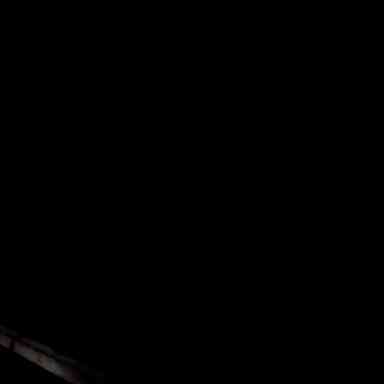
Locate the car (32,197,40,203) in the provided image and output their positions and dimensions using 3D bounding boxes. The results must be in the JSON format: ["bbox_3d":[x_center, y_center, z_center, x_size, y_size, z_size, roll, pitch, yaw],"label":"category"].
[{"bbox_3d":[-19.893,1.259,42.812,1.895,1.301,4.718,1,0,32],"label":"car"}]
